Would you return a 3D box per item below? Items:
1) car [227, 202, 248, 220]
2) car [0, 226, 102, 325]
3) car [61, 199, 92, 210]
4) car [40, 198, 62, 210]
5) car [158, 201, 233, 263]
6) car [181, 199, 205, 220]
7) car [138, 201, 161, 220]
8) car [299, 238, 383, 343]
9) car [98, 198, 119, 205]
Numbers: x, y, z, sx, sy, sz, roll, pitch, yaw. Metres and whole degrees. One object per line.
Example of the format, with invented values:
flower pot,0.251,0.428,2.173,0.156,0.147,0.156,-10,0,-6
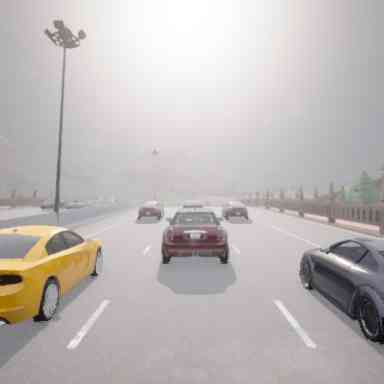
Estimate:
car,3.589,1.527,28.125,1.812,1.442,4.674,0,0,0
car,-3.404,1.478,7.257,1.882,1.535,5.008,0,0,0
car,-14.108,1.601,41.433,1.895,1.301,4.718,0,0,0
car,-17.603,1.503,42.346,1.837,1.490,4.892,0,0,0
car,0.095,1.352,12.182,2.097,1.767,4.553,0,0,0
car,0.088,1.479,29.120,1.882,1.535,5.008,0,0,0
car,-3.412,1.527,28.134,1.812,1.442,4.674,0,0,0
car,3.596,1.565,6.425,1.994,1.385,4.181,0,0,0
car,-10.605,1.492,42.549,2.128,1.511,4.902,0,0,0
